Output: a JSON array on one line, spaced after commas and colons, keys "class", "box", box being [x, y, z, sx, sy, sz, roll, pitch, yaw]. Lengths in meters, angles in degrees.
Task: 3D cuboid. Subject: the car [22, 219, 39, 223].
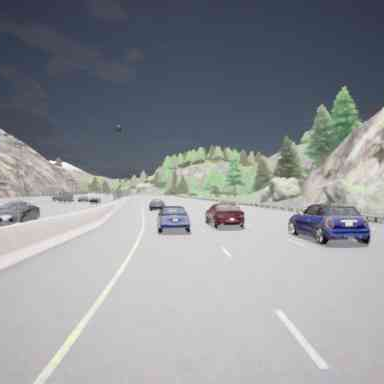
[{"class": "car", "box": [-12.462, 1.515, 24.076, 2.128, 1.511, 4.902, 0, 0, -8]}]

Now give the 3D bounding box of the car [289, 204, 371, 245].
[{"class": "car", "box": [6.266, 1.335, 15.726, 2.097, 1.767, 4.553, 0, 0, -4]}]

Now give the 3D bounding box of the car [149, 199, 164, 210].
[{"class": "car", "box": [-4.446, 1.566, 42.455, 1.994, 1.385, 4.181, 0, 0, -9]}]

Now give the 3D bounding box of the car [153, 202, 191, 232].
[{"class": "car", "box": [-1.178, 1.546, 20.217, 2.033, 1.411, 5.357, 0, 0, -7]}]

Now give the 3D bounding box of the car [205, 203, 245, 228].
[{"class": "car", "box": [2.077, 1.469, 22.144, 1.882, 1.535, 5.008, 0, 0, -7]}]
